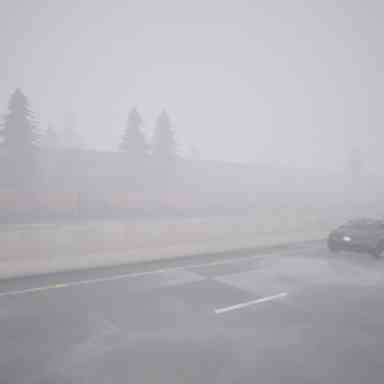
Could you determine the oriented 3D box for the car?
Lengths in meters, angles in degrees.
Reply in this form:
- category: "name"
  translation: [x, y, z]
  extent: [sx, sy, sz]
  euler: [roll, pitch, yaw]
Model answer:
- category: "car"
  translation: [7.336, 1.712, 13.377]
  extent: [4.181, 1.385, 1.994]
  euler: [1, 0, -35]
